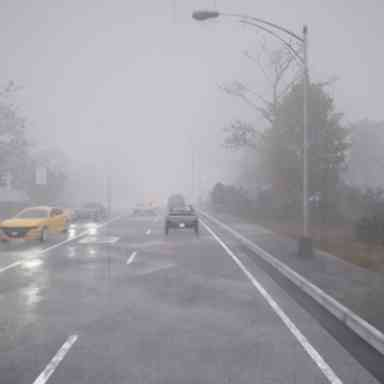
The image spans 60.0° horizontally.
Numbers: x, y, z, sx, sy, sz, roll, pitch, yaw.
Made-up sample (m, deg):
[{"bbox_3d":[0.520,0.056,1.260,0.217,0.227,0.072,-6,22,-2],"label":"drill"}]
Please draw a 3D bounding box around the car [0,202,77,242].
[{"bbox_3d":[-7.600,1.482,16.573,1.882,1.535,5.008,0,0,-3],"label":"car"}]

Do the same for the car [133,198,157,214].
[{"bbox_3d":[-5.033,1.649,35.242,1.895,1.301,4.718,0,0,-3],"label":"car"}]

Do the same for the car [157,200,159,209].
[{"bbox_3d":[-5.832,1.601,48.149,1.882,1.535,5.008,0,0,-2],"label":"car"}]

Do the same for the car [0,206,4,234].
[{"bbox_3d":[-11.063,1.513,15.649,1.837,1.490,4.892,0,0,-2],"label":"car"}]

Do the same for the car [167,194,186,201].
[{"bbox_3d":[-1.965,1.302,42.164,2.150,2.045,5.566,0,0,-3],"label":"car"}]

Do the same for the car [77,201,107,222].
[{"bbox_3d":[-8.152,1.527,26.833,1.837,1.490,4.892,0,0,-3],"label":"car"}]

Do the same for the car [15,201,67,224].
[{"bbox_3d":[-11.612,1.517,26.042,2.128,1.511,4.902,0,0,-3],"label":"car"}]

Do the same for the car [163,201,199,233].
[{"bbox_3d":[-0.642,1.488,19.502,2.128,1.511,4.902,0,0,-3],"label":"car"}]
